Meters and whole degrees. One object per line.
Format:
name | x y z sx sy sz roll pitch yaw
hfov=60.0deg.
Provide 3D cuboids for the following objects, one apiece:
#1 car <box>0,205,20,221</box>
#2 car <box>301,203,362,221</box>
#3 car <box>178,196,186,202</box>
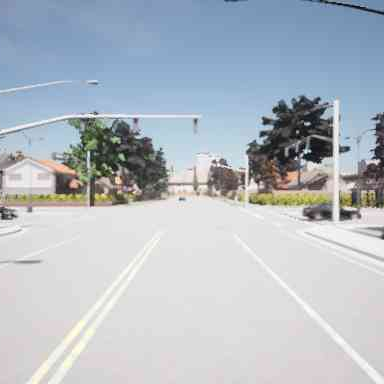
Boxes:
car | -16.796 1.602 27.285 4.902 1.511 2.128 1 0 1
car | 11.206 1.636 26.860 4.674 1.442 1.812 1 0 1
car | -2.519 1.716 85.285 2.033 1.411 5.357 0 0 0
